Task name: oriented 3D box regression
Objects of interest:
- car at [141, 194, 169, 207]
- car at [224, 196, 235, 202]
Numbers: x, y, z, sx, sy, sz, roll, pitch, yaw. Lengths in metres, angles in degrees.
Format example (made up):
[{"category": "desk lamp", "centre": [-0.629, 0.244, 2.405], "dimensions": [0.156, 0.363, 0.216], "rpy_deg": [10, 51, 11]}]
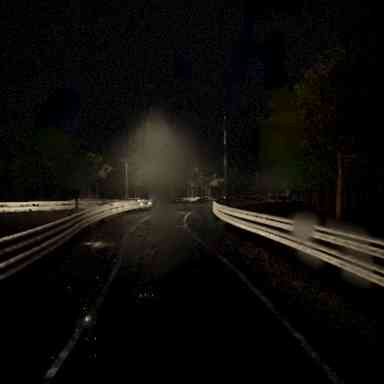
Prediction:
[{"category": "car", "centre": [-6.223, 1.351, 56.327], "dimensions": [2.150, 2.045, 5.566], "rpy_deg": [-1, -1, 37]}, {"category": "car", "centre": [9.201, 1.761, 76.792], "dimensions": [1.882, 1.535, 5.008], "rpy_deg": [-1, -1, 37]}]
